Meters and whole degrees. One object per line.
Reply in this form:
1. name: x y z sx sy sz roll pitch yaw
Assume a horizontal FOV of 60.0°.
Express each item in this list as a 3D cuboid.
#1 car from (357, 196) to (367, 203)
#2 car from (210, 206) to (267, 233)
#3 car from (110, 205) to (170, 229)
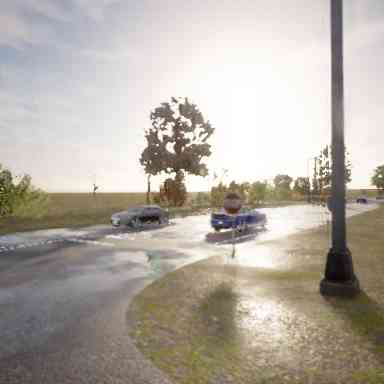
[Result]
1. car: 38.417 1.666 75.134 1.882 1.535 5.008 -1 0 32
2. car: 3.072 1.612 20.942 1.882 1.535 5.008 -1 0 36
3. car: -3.592 1.685 23.689 2.128 1.511 4.902 -1 0 36
